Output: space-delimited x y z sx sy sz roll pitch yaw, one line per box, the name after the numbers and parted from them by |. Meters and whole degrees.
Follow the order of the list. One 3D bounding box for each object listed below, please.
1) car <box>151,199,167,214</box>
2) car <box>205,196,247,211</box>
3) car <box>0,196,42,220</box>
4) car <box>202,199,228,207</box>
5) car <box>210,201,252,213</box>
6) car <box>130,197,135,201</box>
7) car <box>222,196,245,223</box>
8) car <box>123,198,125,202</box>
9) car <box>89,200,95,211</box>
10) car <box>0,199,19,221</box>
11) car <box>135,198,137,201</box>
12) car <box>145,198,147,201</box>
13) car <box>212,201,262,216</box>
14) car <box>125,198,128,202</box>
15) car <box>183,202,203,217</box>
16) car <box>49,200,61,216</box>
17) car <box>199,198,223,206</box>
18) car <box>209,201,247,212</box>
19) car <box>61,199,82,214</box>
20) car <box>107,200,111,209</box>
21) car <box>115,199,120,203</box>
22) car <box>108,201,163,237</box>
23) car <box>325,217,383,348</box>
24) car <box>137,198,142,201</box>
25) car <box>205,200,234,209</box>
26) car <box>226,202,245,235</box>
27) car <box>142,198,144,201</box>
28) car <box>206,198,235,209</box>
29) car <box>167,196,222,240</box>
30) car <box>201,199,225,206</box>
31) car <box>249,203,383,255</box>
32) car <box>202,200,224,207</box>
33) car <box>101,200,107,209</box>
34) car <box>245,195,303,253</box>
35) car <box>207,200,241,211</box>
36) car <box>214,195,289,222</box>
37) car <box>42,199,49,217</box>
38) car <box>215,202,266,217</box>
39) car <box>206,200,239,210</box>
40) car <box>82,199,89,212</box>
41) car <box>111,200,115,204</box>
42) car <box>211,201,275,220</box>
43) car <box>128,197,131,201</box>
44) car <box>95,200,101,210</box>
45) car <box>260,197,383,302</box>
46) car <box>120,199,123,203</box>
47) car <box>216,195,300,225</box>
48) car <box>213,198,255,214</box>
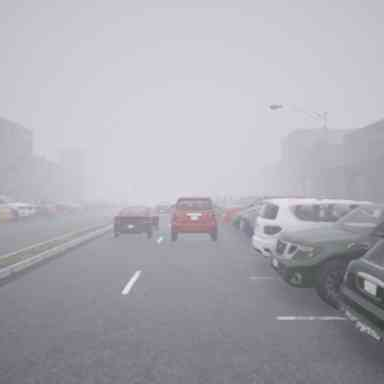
-2.892 1.717 34.714 1.812 1.442 4.674 0 -1 0 | car
4.679 1.624 45.995 5.566 2.045 2.435 0 -1 0 | car
-15.766 1.294 26.994 5.566 2.045 2.435 0 -1 0 | car
4.840 2.380 70.805 5.366 1.575 1.946 0 -1 0 | car
4.678 1.804 40.476 4.792 1.488 2.163 0 -1 0 | car
-15.692 2.505 74.216 4.674 1.452 2.002 0 -1 0 | car
4.617 1.251 21.191 5.566 2.045 2.435 0 0 0 | car
-15.715 2.262 63.104 4.674 1.452 2.002 0 -1 0 | car
-15.732 1.706 43.665 4.553 1.767 2.185 0 -1 0 | car
-15.986 1.512 24.213 5.366 1.575 1.946 0 -1 0 | car
-15.720 2.405 77.089 4.553 1.767 2.185 0 -1 0 | car
-15.844 2.857 91.013 5.366 1.575 1.946 0 -1 0 | car
4.643 1.675 34.962 5.008 1.535 2.097 0 -1 0 | car
-15.741 2.311 65.882 4.792 1.488 2.163 0 -1 0 | car
0.108 1.746 34.164 1.994 1.385 4.181 0 -1 0 | car
-15.752 1.501 32.545 4.553 1.767 2.185 0 -1 0 | car
4.607 2.390 81.835 5.566 2.045 2.435 0 -1 0 | car
4.647 1.864 43.232 4.674 1.452 2.002 0 -1 0 | car
-15.777 1.731 38.222 4.892 1.521 2.231 0 -1 0 | car
-15.735 1.995 51.991 4.892 1.521 2.231 0 -1 0 | car
-15.724 2.108 57.672 5.008 1.535 2.097 0 -1 0 | car
-2.896 1.484 18.143 1.882 1.535 5.008 0 0 0 | car
4.610 1.353 4.653 4.553 1.767 2.185 0 0 0 | car
-15.711 2.343 79.904 5.566 2.045 2.435 0 -1 0 | car
4.682 2.118 57.015 4.792 1.488 2.163 0 -1 0 | car
4.639 1.485 18.432 5.008 1.535 2.097 0 0 0 | car
-15.642 2.755 85.456 4.792 1.488 2.163 0 -1 0 | car
4.621 1.908 54.262 4.553 1.767 2.185 0 -1 0 | car
0.104 1.223 17.087 2.150 2.045 5.566 0 0 0 | car
4.831 2.507 76.318 5.366 1.575 1.946 0 -1 0 | car
4.675 1.348 12.923 4.553 1.767 2.185 0 0 0 | car
4.679 2.476 73.559 4.792 1.488 2.163 0 -1 0 | car
-15.753 1.938 49.212 5.008 1.535 2.097 0 -1 0 | car
4.671 1.224 10.167 5.566 2.045 2.435 0 0 0 | car
4.622 1.956 48.747 4.792 1.488 2.163 0 -1 0 | car
4.618 1.302 26.701 5.566 2.045 2.435 0 -1 0 | car
-15.787 1.623 29.765 4.674 1.452 2.002 0 -1 0 | car
4.645 1.670 32.207 4.674 1.452 2.002 0 -1 0 | car
4.646 1.979 51.503 5.008 1.535 2.097 0 -1 0 | car
-15.950 1.779 41.002 5.366 1.575 1.946 0 -1 0 | car
-15.765 2.078 54.768 4.792 1.488 2.163 0 -1 0 | car
4.461 1.584 29.450 5.366 1.575 1.946 0 -1 0 | car
-15.713 2.343 68.662 4.892 1.521 2.231 0 -1 0 | car
-15.724 1.914 46.433 4.792 1.488 2.163 0 -1 0 | car
4.614 1.226 7.410 5.566 2.045 2.435 0 0 0 | car
-15.730 2.167 60.451 4.892 1.521 2.231 0 -1 0 | car
4.617 1.271 23.944 5.566 2.045 2.435 0 -1 0 | car
4.680 1.599 37.721 4.553 1.767 2.185 0 -1 0 | car
